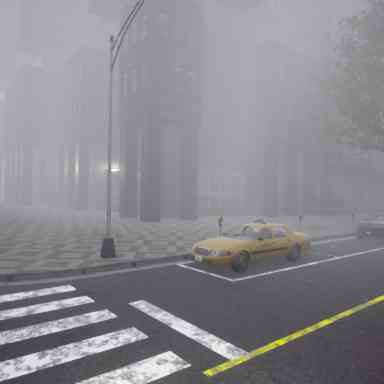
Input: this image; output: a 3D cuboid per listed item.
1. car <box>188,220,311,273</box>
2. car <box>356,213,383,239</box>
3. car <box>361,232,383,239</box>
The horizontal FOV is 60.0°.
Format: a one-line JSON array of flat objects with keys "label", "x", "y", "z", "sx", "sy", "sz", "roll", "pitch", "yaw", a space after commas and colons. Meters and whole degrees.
[{"label": "car", "x": 2.075, "y": 1.632, "z": 11.121, "sx": 4.829, "sy": 1.417, "sz": 1.752, "roll": 1, "pitch": 0, "yaw": -39}, {"label": "car", "x": 10.471, "y": 1.807, "z": 17.833, "sx": 4.507, "sy": 1.381, "sz": 1.887, "roll": 1, "pitch": 0, "yaw": -39}, {"label": "car", "x": 5.595, "y": 1.603, "z": 6.553, "sx": 4.902, "sy": 1.511, "sz": 2.128, "roll": 1, "pitch": -1, "yaw": -39}]
